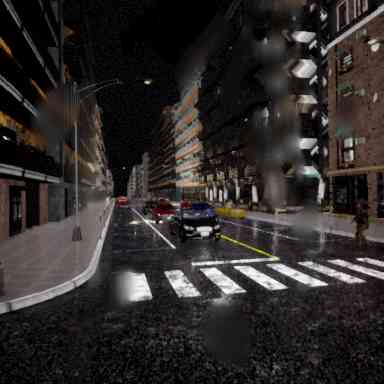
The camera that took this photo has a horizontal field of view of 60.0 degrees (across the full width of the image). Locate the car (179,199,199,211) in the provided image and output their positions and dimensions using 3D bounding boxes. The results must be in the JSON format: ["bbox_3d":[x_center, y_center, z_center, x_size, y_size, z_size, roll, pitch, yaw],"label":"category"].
[{"bbox_3d":[-0.474,1.745,45.311,1.887,1.381,4.507,-1,0,-13],"label":"car"}]

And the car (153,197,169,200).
[{"bbox_3d":[-4.808,1.820,52.677,1.812,1.442,4.674,-1,0,-13],"label":"car"}]

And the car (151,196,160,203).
[{"bbox_3d":[-9.207,1.949,83.972,1.967,1.590,4.097,-1,0,-13],"label":"car"}]

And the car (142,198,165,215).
[{"bbox_3d":[-4.453,1.718,36.699,1.837,1.490,4.892,-1,0,-13],"label":"car"}]

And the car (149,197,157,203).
[{"bbox_3d":[-10.453,2.138,89.495,1.802,1.307,4.206,-1,0,-13],"label":"car"}]

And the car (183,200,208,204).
[{"bbox_3d":[0.690,1.634,28.403,1.812,1.442,4.674,-1,0,-13],"label":"car"}]

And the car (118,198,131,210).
[{"bbox_3d":[-9.899,1.928,49.007,1.802,1.307,4.206,-1,0,-13],"label":"car"}]

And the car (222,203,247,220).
[{"bbox_3d":[3.230,1.602,28.911,1.752,1.417,4.829,-1,0,-13],"label":"car"}]

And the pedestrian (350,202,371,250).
[{"bbox_3d":[6.368,1.274,12.554,0.375,1.860,0.375,-1,0,-13],"label":"pedestrian"}]

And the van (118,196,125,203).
[{"bbox_3d":[-18.634,1.999,87.670,1.690,1.788,3.998,-1,0,-13],"label":"van"}]

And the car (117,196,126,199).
[{"bbox_3d":[-14.892,1.837,71.102,2.192,1.841,5.009,-1,0,-13],"label":"car"}]

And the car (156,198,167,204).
[{"bbox_3d":[-6.710,1.970,72.927,2.008,1.369,4.403,-1,0,-13],"label":"car"}]

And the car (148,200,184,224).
[{"bbox_3d":[-2.179,1.666,26.578,1.812,1.442,4.674,-1,0,-13],"label":"car"}]

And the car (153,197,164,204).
[{"bbox_3d":[-7.958,2.008,78.450,1.887,1.381,4.507,-1,0,-13],"label":"car"}]

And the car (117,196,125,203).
[{"bbox_3d":[-19.882,2.026,93.191,2.192,1.841,5.009,-1,0,-13],"label":"car"}]

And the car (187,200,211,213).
[{"bbox_3d":[0.773,1.702,39.789,1.887,1.381,4.507,-1,0,-13],"label":"car"}]

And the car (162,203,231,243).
[{"bbox_3d":[0.023,1.569,16.822,2.128,1.511,4.902,-1,0,-13],"label":"car"}]

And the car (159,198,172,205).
[{"bbox_3d":[-5.463,1.926,67.404,2.008,1.369,4.403,-1,0,-13],"label":"car"}]
